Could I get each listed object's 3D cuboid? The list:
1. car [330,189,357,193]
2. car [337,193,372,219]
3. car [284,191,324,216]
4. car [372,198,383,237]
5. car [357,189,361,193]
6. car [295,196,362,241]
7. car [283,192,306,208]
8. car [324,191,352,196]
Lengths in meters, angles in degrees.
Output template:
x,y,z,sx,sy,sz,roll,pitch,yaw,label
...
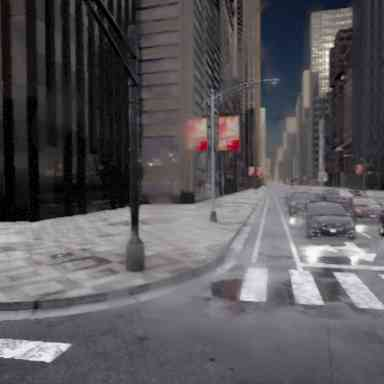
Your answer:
x,y,z,sx,sy,sz,roll,pitch,yaw,label
19.372,0.500,42.808,1.812,1.442,4.674,0,1,13,car
10.596,1.018,20.772,1.812,1.442,4.674,0,1,13,car
8.193,0.781,24.701,2.097,1.767,4.553,0,1,13,car
8.624,1.031,12.210,2.097,1.767,4.553,0,1,12,car
24.843,0.245,51.753,1.837,1.490,4.892,0,1,13,car
5.844,1.150,14.828,1.837,1.490,4.892,0,1,13,car
10.581,0.755,34.718,2.033,1.411,5.357,0,1,14,car
12.924,0.841,30.520,1.994,1.385,4.181,0,1,14,car
